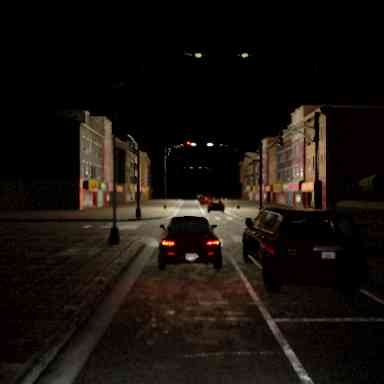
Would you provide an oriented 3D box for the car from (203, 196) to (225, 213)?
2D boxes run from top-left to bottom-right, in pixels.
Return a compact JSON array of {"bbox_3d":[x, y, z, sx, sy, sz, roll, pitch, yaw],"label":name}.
[{"bbox_3d":[2.462,1.469,35.198,1.887,1.381,4.507,1,0,0],"label":"car"}]

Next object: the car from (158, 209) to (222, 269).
[{"bbox_3d":[-0.107,1.495,10.905,1.812,1.442,4.674,0,0,-2],"label":"car"}]

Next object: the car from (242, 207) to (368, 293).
[{"bbox_3d":[2.605,1.290,8.768,2.192,1.841,5.009,1,0,0],"label":"car"}]

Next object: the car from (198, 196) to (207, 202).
[{"bbox_3d":[2.261,1.493,73.260,1.802,1.307,4.206,0,0,0],"label":"car"}]

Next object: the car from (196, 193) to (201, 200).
[{"bbox_3d":[2.349,1.224,56.947,2.192,1.841,5.009,1,0,0],"label":"car"}]

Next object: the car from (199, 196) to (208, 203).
[{"bbox_3d":[2.290,1.491,67.822,1.802,1.307,4.206,0,0,0],"label":"car"}]

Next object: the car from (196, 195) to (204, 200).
[{"bbox_3d":[2.175,1.492,89.572,1.947,1.339,4.313,0,0,0],"label":"car"}]

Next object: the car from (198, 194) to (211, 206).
[{"bbox_3d":[2.376,1.455,51.510,1.887,1.381,4.507,1,0,0],"label":"car"}]
